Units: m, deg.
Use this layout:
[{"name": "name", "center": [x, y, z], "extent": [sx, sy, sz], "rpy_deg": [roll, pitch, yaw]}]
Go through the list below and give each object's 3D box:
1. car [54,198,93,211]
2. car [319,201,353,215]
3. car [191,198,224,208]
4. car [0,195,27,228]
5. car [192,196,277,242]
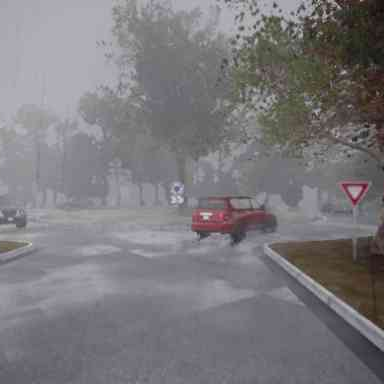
[{"name": "car", "center": [-14.817, 1.496, 41.791], "extent": [1.837, 1.490, 4.892], "rpy_deg": [-2, -1, 36]}, {"name": "car", "center": [14.512, 1.557, 33.747], "extent": [1.994, 1.385, 4.181], "rpy_deg": [0, 0, 0]}, {"name": "car", "center": [2.295, 1.558, 48.584], "extent": [4.674, 1.442, 1.812], "rpy_deg": [0, 0, 13]}, {"name": "car", "center": [-12.444, 1.218, 21.022], "extent": [5.566, 2.045, 2.150], "rpy_deg": [0, 0, 43]}, {"name": "car", "center": [2.260, 1.218, 16.822], "extent": [2.150, 2.045, 5.566], "rpy_deg": [-3, -2, 37]}]
